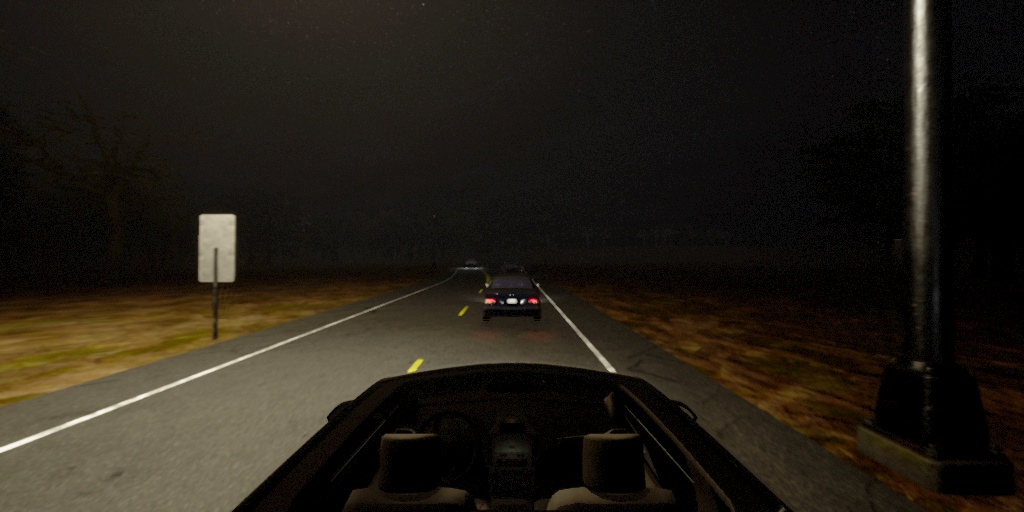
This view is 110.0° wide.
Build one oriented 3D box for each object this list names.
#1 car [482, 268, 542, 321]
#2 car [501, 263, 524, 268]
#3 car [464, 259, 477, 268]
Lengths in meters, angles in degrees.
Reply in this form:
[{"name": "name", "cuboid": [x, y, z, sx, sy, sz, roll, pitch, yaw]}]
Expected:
[{"name": "car", "cuboid": [0.010, 1.300, 12.477, 2.033, 1.411, 5.357, 0, 0, 0]}, {"name": "car", "cuboid": [0.018, 1.279, 30.327, 1.812, 1.442, 4.674, 0, 0, 0]}, {"name": "car", "cuboid": [-6.902, 1.211, 60.865, 1.812, 1.442, 4.674, 0, 0, -3]}]
